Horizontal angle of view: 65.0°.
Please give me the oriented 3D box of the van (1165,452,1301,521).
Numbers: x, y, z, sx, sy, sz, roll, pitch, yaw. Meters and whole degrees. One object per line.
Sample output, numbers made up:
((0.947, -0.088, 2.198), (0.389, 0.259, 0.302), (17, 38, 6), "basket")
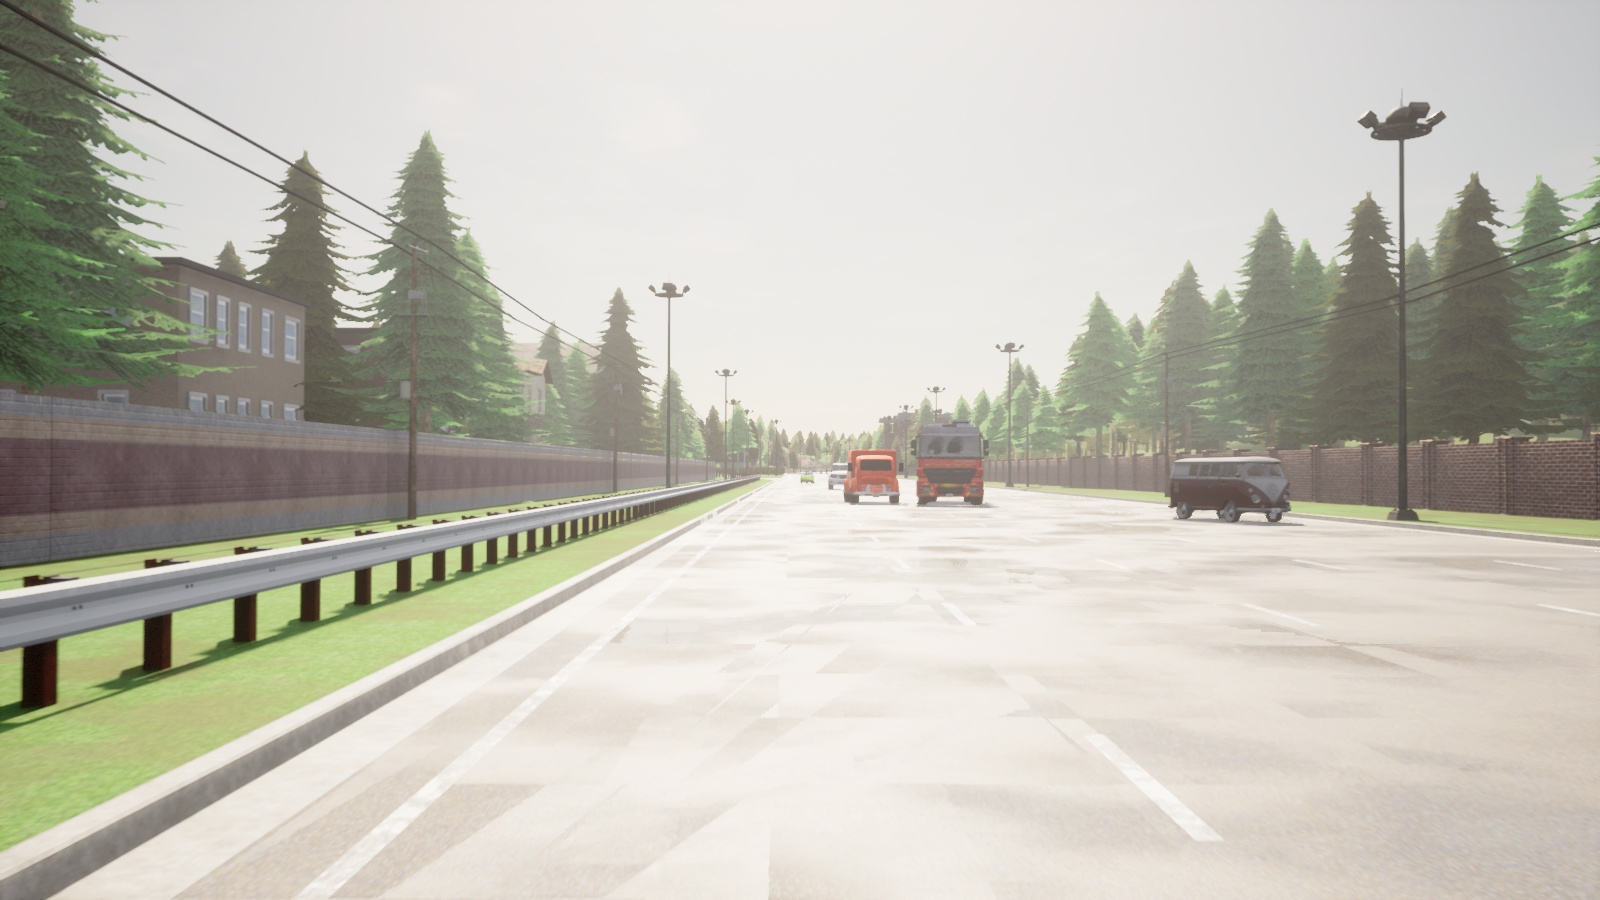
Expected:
((13.284, 1.102, 38.819), (1.775, 1.987, 4.442), (0, -1, -15), "van")

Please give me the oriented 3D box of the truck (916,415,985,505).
((6.889, 0.496, 57.638), (2.891, 3.827, 8.468), (0, -1, 7), "truck")

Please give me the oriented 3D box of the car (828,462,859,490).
((3.304, 1.985, 96.522), (2.150, 2.045, 5.566), (0, -1, 0), "car")

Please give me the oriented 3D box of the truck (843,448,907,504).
((3.381, 1.195, 58.071), (2.627, 2.467, 5.204), (0, -1, 0), "truck")
